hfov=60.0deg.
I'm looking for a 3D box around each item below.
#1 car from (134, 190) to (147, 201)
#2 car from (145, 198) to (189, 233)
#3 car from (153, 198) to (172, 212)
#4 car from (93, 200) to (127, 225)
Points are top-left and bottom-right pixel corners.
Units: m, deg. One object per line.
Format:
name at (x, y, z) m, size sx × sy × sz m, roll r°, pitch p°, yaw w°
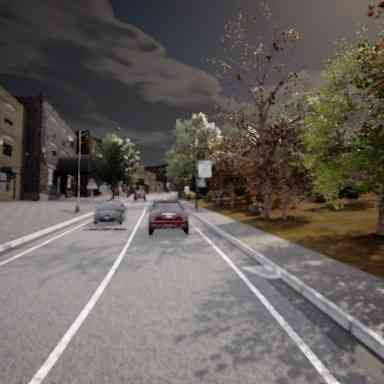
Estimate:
car at (-9.869, 0.697, 63.422) m, size 2.150 × 2.045 × 5.566 m, roll 0°, pitch 1°, yaw -6°
car at (-1.377, 1.241, 18.892) m, size 2.097 × 1.767 × 4.553 m, roll 0°, pitch 0°, yaw -6°
car at (-3.252, 1.336, 36.298) m, size 1.895 × 1.301 × 4.718 m, roll 0°, pitch 0°, yaw -6°
car at (-5.483, 1.338, 22.739) m, size 1.837 × 1.490 × 4.892 m, roll 0°, pitch 1°, yaw -6°
